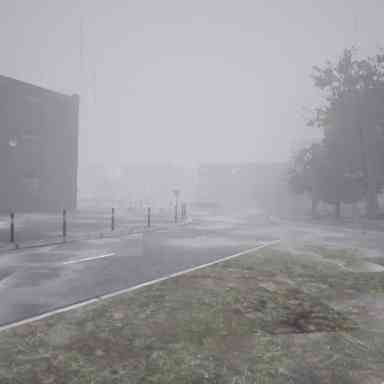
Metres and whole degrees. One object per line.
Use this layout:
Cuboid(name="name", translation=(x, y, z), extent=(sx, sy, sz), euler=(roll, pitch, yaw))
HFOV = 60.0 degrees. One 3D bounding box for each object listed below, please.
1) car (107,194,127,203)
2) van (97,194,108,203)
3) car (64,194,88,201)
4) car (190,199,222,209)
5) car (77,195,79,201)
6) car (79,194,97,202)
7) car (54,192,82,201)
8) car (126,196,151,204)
Cuboid(name="car", translation=(-14.718, 1.514, 69.174), extent=(2.185, 1.767, 4.553), euler=(1, -1, 31))
Cuboid(name="van", translation=(-17.276, 1.353, 70.560), extent=(1.878, 1.987, 4.442), euler=(1, -1, 31))
Cuboid(name="car", translation=(-26.609, 1.329, 76.377), extent=(2.231, 1.521, 4.892), euler=(2, 0, 31))
Cuboid(name="car", translation=(2.122, 1.895, 51.569), extent=(5.008, 1.535, 1.882), euler=(1, -1, 22))
Cuboid(name="car", translation=(-24.348, 1.390, 74.987), extent=(2.097, 1.535, 5.008), euler=(2, 0, 31))
Cuboid(name="car", translation=(-21.845, 1.333, 73.510), extent=(2.185, 1.767, 4.553), euler=(2, 0, 31))
Cuboid(name="car", translation=(-28.961, 1.011, 77.842), extent=(2.435, 2.045, 5.566), euler=(2, 0, 31))
Cuboid(name="car", translation=(-10.111, 1.764, 66.296), extent=(2.163, 1.488, 4.792), euler=(1, -1, 31))
